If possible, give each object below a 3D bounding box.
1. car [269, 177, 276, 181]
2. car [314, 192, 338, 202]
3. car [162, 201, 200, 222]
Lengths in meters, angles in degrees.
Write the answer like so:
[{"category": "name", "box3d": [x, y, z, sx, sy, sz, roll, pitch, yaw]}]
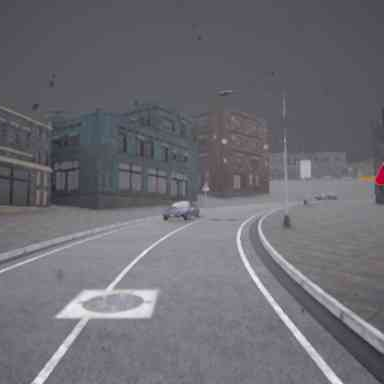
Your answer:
[{"category": "car", "box3d": [20.983, -3.414, 90.920, 4.553, 1.767, 2.185, -1, -4, -2]}, {"category": "car", "box3d": [23.714, 0.740, 58.912, 4.553, 1.767, 2.097, -1, -3, -34]}, {"category": "car", "box3d": [-0.729, 1.410, 25.906, 1.812, 1.442, 4.674, -2, -1, 18]}]
